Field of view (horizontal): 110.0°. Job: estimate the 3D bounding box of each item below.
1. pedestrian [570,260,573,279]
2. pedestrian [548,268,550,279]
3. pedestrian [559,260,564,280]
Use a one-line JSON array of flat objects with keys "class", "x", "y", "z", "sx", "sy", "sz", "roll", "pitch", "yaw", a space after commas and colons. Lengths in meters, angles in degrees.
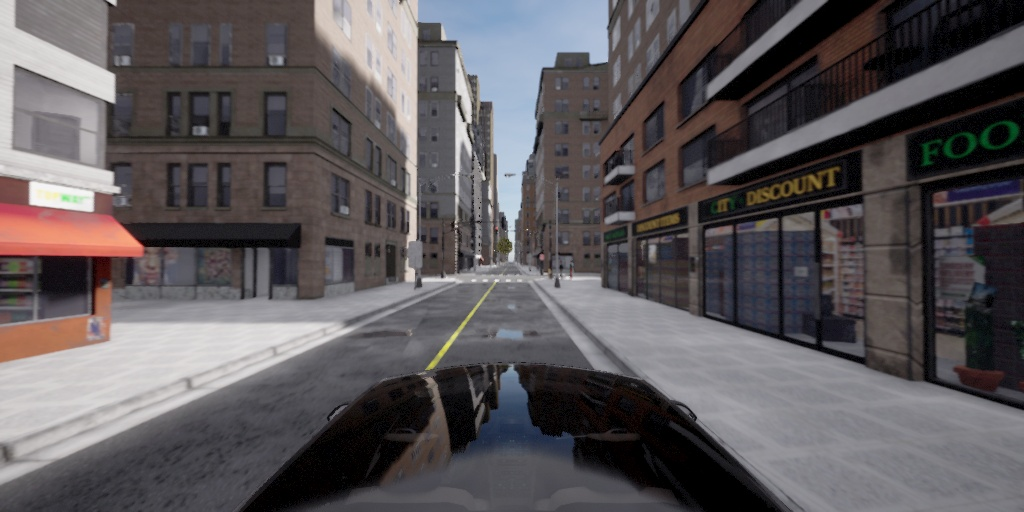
[{"class": "pedestrian", "x": 5.639, "y": 1.292, "z": 34.407, "sx": 0.375, "sy": 1.860, "sz": 0.375, "roll": 0, "pitch": -1, "yaw": 0}, {"class": "pedestrian", "x": 3.639, "y": 1.692, "z": 35.002, "sx": 0.500, "sy": 1.100, "sz": 0.500, "roll": 0, "pitch": -1, "yaw": 0}, {"class": "pedestrian", "x": 4.639, "y": 1.294, "z": 33.807, "sx": 0.375, "sy": 1.860, "sz": 0.375, "roll": 0, "pitch": -1, "yaw": 0}]
